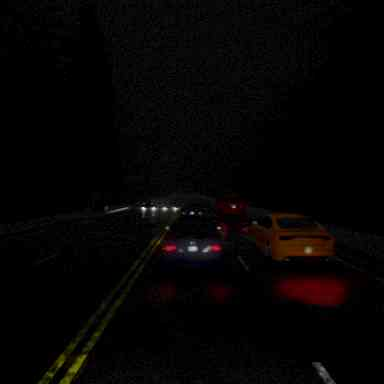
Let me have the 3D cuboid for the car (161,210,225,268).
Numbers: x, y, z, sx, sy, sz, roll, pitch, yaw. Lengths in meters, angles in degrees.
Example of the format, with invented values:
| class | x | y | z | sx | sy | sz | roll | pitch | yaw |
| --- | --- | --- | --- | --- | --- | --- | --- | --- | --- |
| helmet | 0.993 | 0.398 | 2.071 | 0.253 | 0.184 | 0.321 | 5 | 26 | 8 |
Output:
| class | x | y | z | sx | sy | sz | roll | pitch | yaw |
| --- | --- | --- | --- | --- | --- | --- | --- | --- | --- |
| car | 0.044 | 1.552 | 11.292 | 2.033 | 1.411 | 5.357 | 0 | 0 | 1 |

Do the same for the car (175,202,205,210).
| class | x | y | z | sx | sy | sz | roll | pitch | yaw |
| --- | --- | --- | --- | --- | --- | --- | --- | --- | --- |
| car | 0.048 | 1.579 | 26.280 | 2.033 | 1.411 | 5.357 | 0 | 0 | 1 |

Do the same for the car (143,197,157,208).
| class | x | y | z | sx | sy | sz | roll | pitch | yaw |
| --- | --- | --- | --- | --- | --- | --- | --- | --- | --- |
| car | -6.569 | 1.643 | 52.208 | 1.837 | 1.490 | 4.892 | 0 | 0 | 0 |

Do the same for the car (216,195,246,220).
| class | x | y | z | sx | sy | sz | roll | pitch | yaw |
| --- | --- | --- | --- | --- | --- | --- | --- | --- | --- |
| car | 3.318 | 1.262 | 28.831 | 2.150 | 2.045 | 5.566 | 0 | 0 | 0 |

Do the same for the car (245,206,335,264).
| class | x | y | z | sx | sy | sz | roll | pitch | yaw |
| --- | --- | --- | --- | --- | --- | --- | --- | --- | --- |
| car | 3.300 | 1.483 | 11.850 | 1.882 | 1.535 | 5.008 | 0 | 0 | 0 |

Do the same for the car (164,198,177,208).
| class | x | y | z | sx | sy | sz | roll | pitch | yaw |
| --- | --- | --- | --- | --- | --- | --- | --- | --- | --- |
| car | -3.319 | 1.616 | 52.034 | 1.882 | 1.535 | 5.008 | 0 | 0 | 0 |
